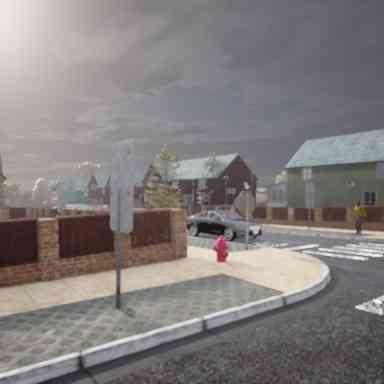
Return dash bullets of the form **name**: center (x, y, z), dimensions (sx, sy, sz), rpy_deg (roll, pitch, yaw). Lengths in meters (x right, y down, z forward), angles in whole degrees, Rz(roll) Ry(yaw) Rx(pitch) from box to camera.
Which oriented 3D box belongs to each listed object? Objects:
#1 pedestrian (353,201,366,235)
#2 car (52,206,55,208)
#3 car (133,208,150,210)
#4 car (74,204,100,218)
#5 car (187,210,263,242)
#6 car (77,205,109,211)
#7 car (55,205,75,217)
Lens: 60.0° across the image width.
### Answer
- **pedestrian**: center (8.950, 1.351, 17.882), dimensions (0.375, 1.860, 0.375), rpy_deg (-1, 1, -36)
- **car**: center (-23.101, 3.083, 57.178), dimensions (1.837, 1.490, 4.892), rpy_deg (1, -2, -36)
- **car**: center (-3.925, 1.999, 25.664), dimensions (2.128, 1.511, 4.902), rpy_deg (1, -2, -36)
- **car**: center (-14.260, 2.509, 44.977), dimensions (2.097, 1.767, 4.553), rpy_deg (1, -2, -36)
- **car**: center (1.626, 1.738, 18.034), dimensions (2.128, 1.511, 4.902), rpy_deg (1, -2, -37)
- **car**: center (-9.552, 2.128, 33.457), dimensions (2.097, 1.767, 4.553), rpy_deg (1, -2, -36)
- **car**: center (-15.233, 2.648, 41.347), dimensions (1.895, 1.301, 4.718), rpy_deg (1, -2, -35)
